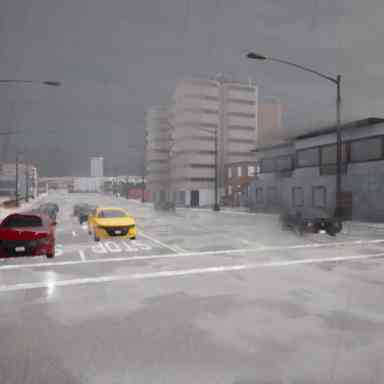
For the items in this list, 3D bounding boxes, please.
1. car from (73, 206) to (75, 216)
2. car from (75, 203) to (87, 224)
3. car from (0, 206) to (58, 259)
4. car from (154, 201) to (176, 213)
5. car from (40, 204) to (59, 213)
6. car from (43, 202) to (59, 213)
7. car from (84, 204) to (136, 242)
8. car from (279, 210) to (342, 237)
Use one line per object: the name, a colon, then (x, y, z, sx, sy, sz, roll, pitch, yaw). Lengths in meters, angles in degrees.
car: (-12.563, 1.977, 37.926, 2.033, 1.411, 5.357, 0, -1, -22)
car: (-7.856, 1.741, 26.140, 1.994, 1.385, 4.181, 0, -1, -22)
car: (-6.124, 1.487, 12.389, 1.882, 1.535, 5.008, 0, -1, -22)
car: (-3.647, 1.977, 44.143, 1.837, 1.490, 4.892, 0, -1, -22)
car: (-10.801, 1.767, 24.069, 1.895, 1.301, 4.718, 0, -1, -22)
car: (-19.967, 2.195, 47.176, 1.994, 1.385, 4.181, 0, -1, -22)
car: (-4.180, 1.521, 16.944, 1.882, 1.535, 5.008, 0, -1, -22)
car: (6.141, 1.604, 17.885, 1.895, 1.301, 4.718, 0, -1, 0)
